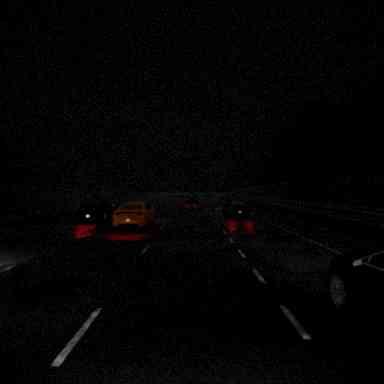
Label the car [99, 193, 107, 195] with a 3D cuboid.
[{"bbox_3d":[-17.565,1.021,65.706,1.812,1.442,4.674,0,0,0],"label":"car"}]

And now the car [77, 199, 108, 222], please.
[{"bbox_3d":[-6.921,1.315,24.497,1.837,1.490,4.892,0,1,0],"label":"car"}]

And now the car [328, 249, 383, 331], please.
[{"bbox_3d":[3.597,1.463,4.672,2.128,1.511,4.902,0,0,0],"label":"car"}]

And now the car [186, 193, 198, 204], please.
[{"bbox_3d":[-0.047,1.140,52.135,1.895,1.301,4.718,0,0,0],"label":"car"}]

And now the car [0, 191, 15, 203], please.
[{"bbox_3d":[-24.632,0.837,42.574,2.150,2.045,5.566,0,1,0],"label":"car"}]

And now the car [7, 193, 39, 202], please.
[{"bbox_3d":[-21.131,1.182,42.428,1.994,1.385,4.181,0,1,0],"label":"car"}]

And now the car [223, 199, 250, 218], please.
[{"bbox_3d":[3.577,1.309,27.145,1.812,1.442,4.674,0,1,0],"label":"car"}]

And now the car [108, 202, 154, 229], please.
[{"bbox_3d":[-3.418,1.328,20.201,1.882,1.535,5.008,0,1,0],"label":"car"}]
